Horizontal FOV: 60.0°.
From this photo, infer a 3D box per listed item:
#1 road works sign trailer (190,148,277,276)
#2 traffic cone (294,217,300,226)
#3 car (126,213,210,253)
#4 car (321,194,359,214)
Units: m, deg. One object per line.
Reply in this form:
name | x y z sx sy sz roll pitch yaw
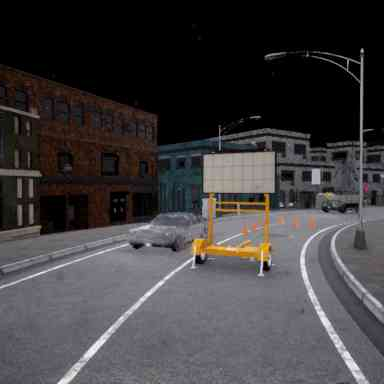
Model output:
road works sign trailer | 1.519 0.461 10.603 2.380 3.560 2.880 0 0 24
traffic cone | 7.055 1.969 22.280 0.340 0.580 0.340 1 0 24
car | -0.795 1.576 13.947 1.895 1.301 4.718 0 0 21
car | 16.254 1.264 35.950 5.566 2.045 2.150 0 1 -39
